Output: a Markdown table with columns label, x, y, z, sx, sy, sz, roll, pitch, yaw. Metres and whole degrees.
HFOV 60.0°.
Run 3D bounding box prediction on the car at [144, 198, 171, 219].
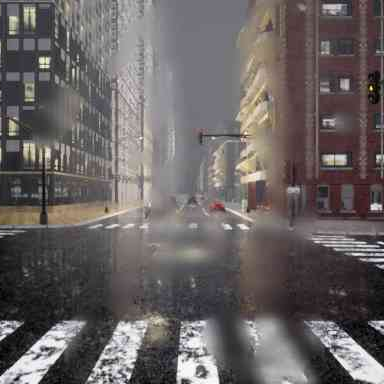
| label | x | y | z | sx | sy | sz | roll | pitch | yaw |
| --- | --- | --- | --- | --- | --- | --- | --- | --- | --- |
| car | -3.109 | 1.553 | 29.478 | 2.033 | 1.411 | 5.357 | 0 | 0 | -4 |

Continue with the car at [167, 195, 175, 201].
| label | x | y | z | sx | sy | sz | roll | pitch | yaw |
| --- | --- | --- | --- | --- | --- | --- | --- | --- | --- |
| car | -5.662 | 1.595 | 89.669 | 1.887 | 1.381 | 4.507 | 0 | 0 | 0 |

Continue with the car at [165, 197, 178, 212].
| label | x | y | z | sx | sy | sz | roll | pitch | yaw |
| --- | --- | --- | --- | --- | --- | --- | --- | --- | --- |
| car | -3.070 | 1.574 | 39.497 | 1.994 | 1.385 | 4.181 | 0 | 0 | 1 |

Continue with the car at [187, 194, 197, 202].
| label | x | y | z | sx | sy | sz | roll | pitch | yaw |
| --- | --- | --- | --- | --- | --- | --- | --- | --- | --- |
| car | 0.023 | 1.218 | 69.781 | 2.097 | 1.767 | 4.553 | 0 | 0 | 0 |

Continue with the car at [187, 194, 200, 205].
| label | x | y | z | sx | sy | sz | roll | pitch | yaw |
| --- | --- | --- | --- | --- | --- | --- | --- | --- | --- |
| car | 0.019 | 1.548 | 59.808 | 1.812 | 1.442 | 4.674 | 0 | 0 | 0 |

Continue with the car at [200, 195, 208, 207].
| label | x | y | z | sx | sy | sz | roll | pitch | yaw |
| --- | --- | --- | --- | --- | --- | --- | --- | --- | --- |
| car | 2.707 | 1.567 | 50.126 | 2.008 | 1.369 | 4.403 | 0 | 0 | 0 |

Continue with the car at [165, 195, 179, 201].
| label | x | y | z | sx | sy | sz | roll | pitch | yaw |
| --- | --- | --- | --- | --- | --- | --- | --- | --- | --- |
| car | -3.038 | 1.521 | 49.912 | 1.837 | 1.490 | 4.892 | 0 | 0 | 0 |

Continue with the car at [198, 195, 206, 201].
| label | x | y | z | sx | sy | sz | roll | pitch | yaw |
| --- | --- | --- | --- | --- | --- | --- | --- | --- | --- |
| car | 2.718 | 1.491 | 89.666 | 1.967 | 1.590 | 4.097 | 0 | 0 | 0 |

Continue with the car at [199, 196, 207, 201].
| label | x | y | z | sx | sy | sz | roll | pitch | yaw |
| --- | --- | --- | --- | --- | --- | --- | --- | --- | --- |
| car | 2.716 | 1.626 | 84.017 | 1.802 | 1.307 | 4.206 | 0 | 0 | 0 |

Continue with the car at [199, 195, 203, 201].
| label | x | y | z | sx | sy | sz | roll | pitch | yaw |
| --- | --- | --- | --- | --- | --- | --- | --- | --- | --- |
| car | 2.709 | 1.571 | 55.774 | 2.008 | 1.369 | 4.403 | 0 | 0 | 0 |

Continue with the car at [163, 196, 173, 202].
| label | x | y | z | sx | sy | sz | roll | pitch | yaw |
| --- | --- | --- | --- | --- | --- | --- | --- | --- | --- |
| car | -5.665 | 1.589 | 78.371 | 2.008 | 1.369 | 4.403 | 0 | 0 | 0 |

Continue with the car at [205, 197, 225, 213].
| label | x | y | z | sx | sy | sz | roll | pitch | yaw |
| --- | --- | --- | --- | --- | --- | --- | --- | --- | --- |
| car | 2.754 | 1.591 | 37.209 | 1.802 | 1.307 | 4.206 | 0 | 0 | 0 |
